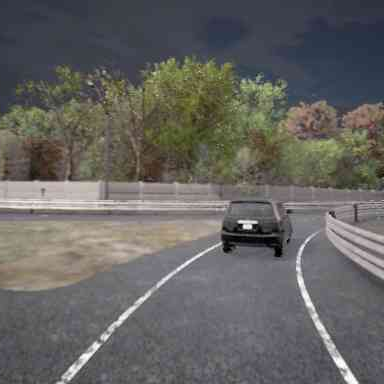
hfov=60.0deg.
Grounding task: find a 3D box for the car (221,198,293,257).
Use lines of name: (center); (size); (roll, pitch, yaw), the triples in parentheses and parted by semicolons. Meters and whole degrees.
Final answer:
car: (2.792, 1.263, 13.608); (2.150, 2.045, 5.566); (0, 0, 20)
